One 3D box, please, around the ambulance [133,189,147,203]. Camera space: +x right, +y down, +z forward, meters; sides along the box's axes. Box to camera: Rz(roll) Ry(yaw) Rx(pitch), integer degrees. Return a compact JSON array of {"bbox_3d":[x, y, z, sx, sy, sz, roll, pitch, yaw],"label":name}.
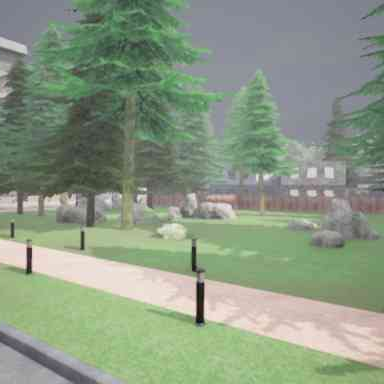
[{"bbox_3d":[-10.402,0.615,55.773,2.351,2.431,6.366,1,0,37],"label":"ambulance"}]
